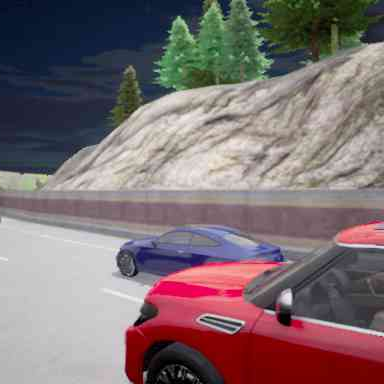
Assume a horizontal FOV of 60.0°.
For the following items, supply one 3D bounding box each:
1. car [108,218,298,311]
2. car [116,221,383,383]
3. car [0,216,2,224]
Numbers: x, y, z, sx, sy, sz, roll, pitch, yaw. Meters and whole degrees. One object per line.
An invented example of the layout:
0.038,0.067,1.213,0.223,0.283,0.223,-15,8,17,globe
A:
0.067,1.542,8.487,4.674,1.442,1.812,0,0,38,car
1.948,1.232,2.662,5.566,2.045,2.150,0,0,36,car
-13.477,1.609,20.666,1.895,1.301,4.718,0,0,-44,car
